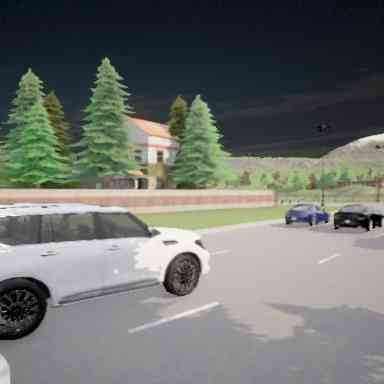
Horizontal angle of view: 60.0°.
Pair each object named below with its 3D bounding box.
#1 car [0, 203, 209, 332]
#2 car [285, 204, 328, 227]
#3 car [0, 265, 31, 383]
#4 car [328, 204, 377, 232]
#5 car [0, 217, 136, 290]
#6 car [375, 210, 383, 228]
[{"bbox_3d":[-2.178,1.245,6.848,5.566,2.045,2.150,0,0,-40],"label":"car"},{"bbox_3d":[8.099,1.556,23.187,1.812,1.442,4.674,0,0,41],"label":"car"},{"bbox_3d":[-3.493,1.541,1.587,4.674,1.442,1.812,0,0,-34],"label":"car"},{"bbox_3d":[10.297,1.495,20.390,1.882,1.535,5.008,0,0,41],"label":"car"},{"bbox_3d":[-4.380,1.582,9.284,5.357,1.411,2.033,0,0,-44],"label":"car"},{"bbox_3d":[9.917,1.552,14.583,2.033,1.411,5.357,0,0,41],"label":"car"}]
